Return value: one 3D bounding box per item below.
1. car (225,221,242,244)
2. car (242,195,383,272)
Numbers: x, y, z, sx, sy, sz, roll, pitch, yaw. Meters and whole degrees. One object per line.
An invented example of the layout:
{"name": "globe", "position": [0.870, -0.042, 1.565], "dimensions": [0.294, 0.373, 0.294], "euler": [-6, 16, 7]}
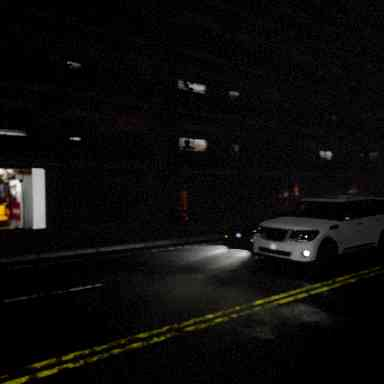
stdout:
{"name": "car", "position": [3.433, 1.486, 14.128], "dimensions": [4.181, 1.385, 1.994], "euler": [0, 0, -36]}
{"name": "car", "position": [4.513, 1.150, 10.904], "dimensions": [5.566, 2.045, 2.150], "euler": [0, 0, -36]}
